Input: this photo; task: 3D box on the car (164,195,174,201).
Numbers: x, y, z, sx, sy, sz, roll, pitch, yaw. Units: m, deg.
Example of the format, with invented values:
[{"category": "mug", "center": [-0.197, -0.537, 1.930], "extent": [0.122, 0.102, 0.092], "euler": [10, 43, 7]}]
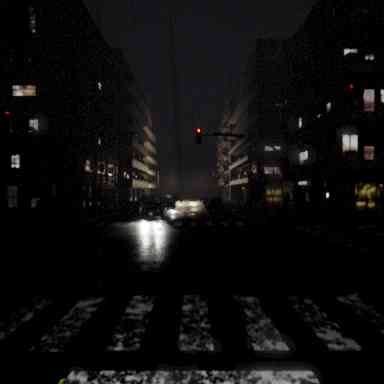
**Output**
[{"category": "car", "center": [-5.735, 1.445, 83.698], "extent": [2.008, 1.369, 4.403], "euler": [0, 0, 0]}]

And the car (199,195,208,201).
[{"category": "car", "center": [2.648, 1.450, 78.022], "extent": [2.008, 1.369, 4.403], "euler": [0, 0, 0]}]

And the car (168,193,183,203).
[{"category": "car", "center": [-3.035, 1.120, 65.110], "extent": [2.150, 2.045, 5.566], "euler": [0, 0, 0]}]

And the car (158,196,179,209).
[{"category": "car", "center": [-3.118, 1.535, 43.723], "extent": [1.895, 1.301, 4.718], "euler": [0, 0, 0]}]

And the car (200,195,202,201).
[{"category": "car", "center": [2.660, 1.503, 55.293], "extent": [1.802, 1.307, 4.206], "euler": [0, 0, 0]}]

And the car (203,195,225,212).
[{"category": "car", "center": [2.668, 1.382, 38.245], "extent": [1.967, 1.590, 4.097], "euler": [0, 0, 0]}]

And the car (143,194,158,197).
[{"category": "car", "center": [-5.715, 1.250, 43.921], "extent": [2.192, 1.841, 5.009], "euler": [0, 0, 0]}]

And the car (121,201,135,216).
[{"category": "car", "center": [-5.708, 1.516, 32.556], "extent": [1.947, 1.339, 4.313], "euler": [0, 0, 0]}]

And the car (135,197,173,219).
[{"category": "car", "center": [-3.172, 1.447, 28.578], "extent": [2.128, 1.511, 4.902], "euler": [0, 0, 1]}]

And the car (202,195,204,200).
[{"category": "car", "center": [2.666, 1.375, 43.927], "extent": [1.967, 1.590, 4.097], "euler": [0, 0, 0]}]
